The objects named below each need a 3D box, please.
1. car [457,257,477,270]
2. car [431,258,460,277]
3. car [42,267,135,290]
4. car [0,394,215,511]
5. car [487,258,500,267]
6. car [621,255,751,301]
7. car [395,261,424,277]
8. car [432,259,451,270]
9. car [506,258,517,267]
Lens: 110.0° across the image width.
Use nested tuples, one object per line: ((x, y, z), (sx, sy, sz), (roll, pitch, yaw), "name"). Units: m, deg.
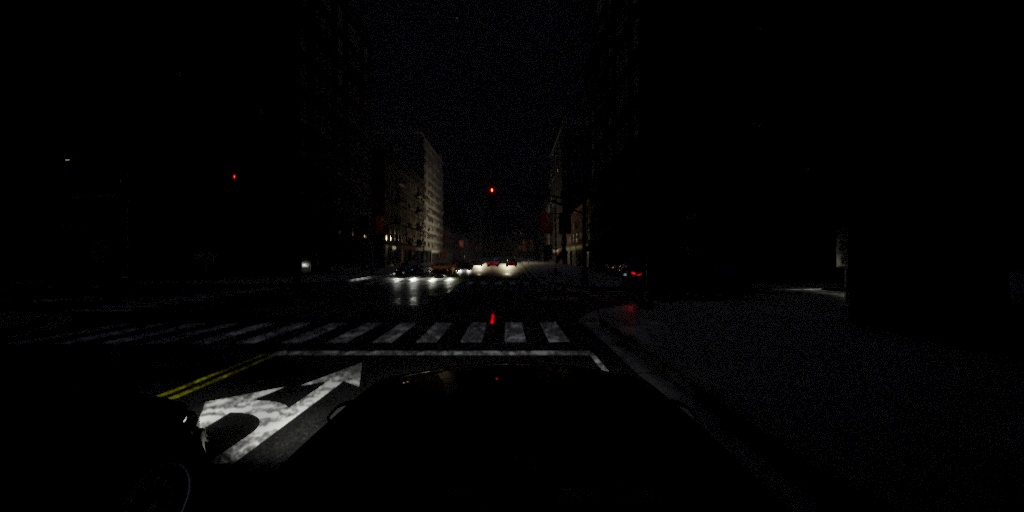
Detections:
((-6.661, 1.259, 51.672), (1.994, 1.385, 4.181), (0, 0, 0), "car")
((-6.648, 1.193, 35.259), (1.882, 1.535, 5.008), (0, 0, 0), "car")
((-25.404, 1.311, 21.631), (4.313, 1.339, 1.948), (0, 0, 0), "car")
((-3.243, 1.277, 0.818), (1.812, 1.442, 4.674), (0, 0, 0), "car")
((-3.344, 1.282, 62.677), (1.895, 1.301, 4.718), (0, 0, 0), "car")
((8.040, 0.977, 16.872), (5.566, 2.045, 2.150), (0, -1, 0), "car")
((-9.899, 1.242, 35.019), (1.812, 1.442, 4.674), (0, 0, 0), "car")
((-9.915, 1.222, 50.847), (1.812, 1.442, 4.674), (0, 0, 0), "car")
((-0.093, 1.187, 62.235), (1.837, 1.490, 4.892), (0, 0, 0), "car")
